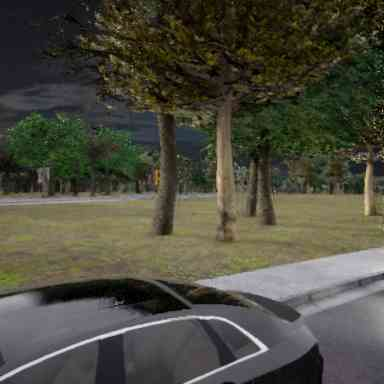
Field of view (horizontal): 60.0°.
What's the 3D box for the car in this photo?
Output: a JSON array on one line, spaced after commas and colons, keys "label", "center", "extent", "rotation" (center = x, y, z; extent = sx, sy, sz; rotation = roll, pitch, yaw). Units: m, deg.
[{"label": "car", "center": [-1.061, 1.509, 2.311], "extent": [4.892, 1.490, 1.837], "rotation": [1, 0, -35]}]
